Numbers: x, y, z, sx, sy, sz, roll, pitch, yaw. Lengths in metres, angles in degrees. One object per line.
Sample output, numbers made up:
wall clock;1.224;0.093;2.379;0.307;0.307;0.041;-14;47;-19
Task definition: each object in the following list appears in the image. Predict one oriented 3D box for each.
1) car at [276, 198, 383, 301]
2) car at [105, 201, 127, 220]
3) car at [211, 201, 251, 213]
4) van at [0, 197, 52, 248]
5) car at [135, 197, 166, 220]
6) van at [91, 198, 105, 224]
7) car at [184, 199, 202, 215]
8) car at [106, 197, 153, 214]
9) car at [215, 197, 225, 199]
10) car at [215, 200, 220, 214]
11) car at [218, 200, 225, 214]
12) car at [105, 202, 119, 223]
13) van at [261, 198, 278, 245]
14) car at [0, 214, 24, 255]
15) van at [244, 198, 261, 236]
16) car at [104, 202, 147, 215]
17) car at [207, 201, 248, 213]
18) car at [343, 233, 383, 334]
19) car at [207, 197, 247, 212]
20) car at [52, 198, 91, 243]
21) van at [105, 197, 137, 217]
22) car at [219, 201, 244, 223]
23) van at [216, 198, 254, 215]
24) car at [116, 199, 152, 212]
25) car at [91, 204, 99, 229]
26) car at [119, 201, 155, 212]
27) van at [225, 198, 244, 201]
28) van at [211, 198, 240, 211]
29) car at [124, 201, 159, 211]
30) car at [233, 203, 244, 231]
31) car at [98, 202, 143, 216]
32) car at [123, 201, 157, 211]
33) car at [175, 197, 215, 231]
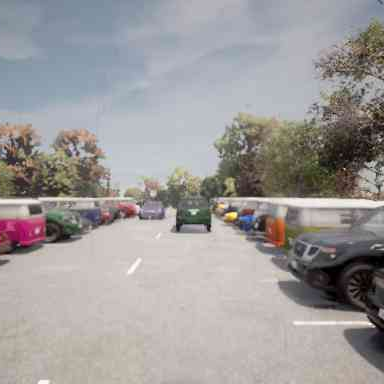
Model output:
car;5.010;1.240;7.333;5.566;2.045;2.435;0;0;0
car;-8.075;1.714;26.751;4.792;1.488;2.163;0;-1;0
car;5.026;1.976;43.197;4.892;1.521;2.231;0;-1;0
van;-8.159;1.274;12.891;4.442;1.987;1.878;0;0;0
car;-3.602;1.625;30.613;2.097;1.767;4.553;0;-1;0
van;-8.160;1.361;21.203;4.442;1.987;1.878;0;-1;0
car;0.092;1.819;41.601;2.097;1.767;4.553;0;-1;0
car;-8.076;1.727;43.409;5.566;2.045;2.435;0;-1;0
car;5.002;1.751;37.660;4.553;1.767;2.185;0;-1;0
car;5.029;1.779;32.117;5.008;1.535;2.097;0;-1;0
car;5.029;1.732;29.347;4.892;1.521;2.231;0;-1;0
car;-8.042;1.676;23.974;4.674;1.452;2.002;0;-1;0
van;5.154;1.274;12.749;4.442;1.987;1.878;0;0;0
car;-8.039;1.536;10.114;4.674;1.452;2.002;0;0;0
van;4.921;1.279;15.652;4.442;1.987;1.878;0;-1;0
car;-8.018;1.959;40.628;4.792;1.488;2.163;0;-1;0
car;4.846;2.022;45.964;5.366;1.575;1.946;0;-1;0
car;5.034;1.487;4.438;5.008;1.535;2.097;0;0;0
car;5.059;1.829;48.737;5.566;2.045;2.435;0;-1;0
car;-8.014;1.253;15.667;5.566;2.045;2.435;0;0;0
van;-7.930;1.606;35.082;4.442;1.987;1.878;0;-1;0
car;4.851;1.630;23.807;5.366;1.575;1.946;0;-1;0
van;5.149;1.700;40.431;4.442;1.987;1.878;0;-1;0
car;-8.017;1.904;46.178;4.553;1.767;2.185;0;-1;0
car;-8.014;1.568;18.416;4.792;1.488;2.163;0;-1;0
car;-8.043;2.086;48.952;5.008;1.535;2.097;0;-1;0
van;5.152;1.456;26.582;4.442;1.987;1.878;0;-1;0
van;5.148;1.922;51.628;4.442;1.987;1.878;0;-1;0
car;-8.235;2.220;54.491;5.366;1.575;1.946;0;-1;0
car;5.042;1.535;18.269;5.008;1.535;2.097;0;-1;0
car;-8.044;1.921;37.853;4.674;1.452;2.002;0;-1;0
car;-8.044;2.152;51.723;4.892;1.521;2.231;0;-1;0
car;0.096;1.337;21.610;2.150;2.045;5.566;0;-1;0
